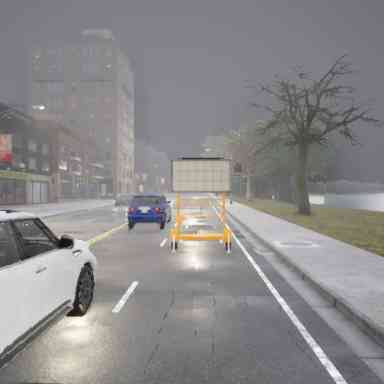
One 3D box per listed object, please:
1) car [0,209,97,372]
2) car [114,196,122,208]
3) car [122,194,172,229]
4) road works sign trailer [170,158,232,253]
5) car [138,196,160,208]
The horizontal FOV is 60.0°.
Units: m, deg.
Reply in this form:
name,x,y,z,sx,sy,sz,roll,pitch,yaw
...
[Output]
name,x,y,z,sx,sy,sz,roll,pitch,yaw
car,-3.010,1.219,4.256,2.150,2.045,5.566,0,0,1
car,-8.729,1.201,43.172,1.837,1.490,4.892,0,1,1
car,-2.584,1.120,21.171,2.150,2.045,5.566,0,1,1
road works sign trailer,0.372,0.419,13.477,2.380,3.560,2.880,0,0,1
car,-5.486,1.245,42.975,2.033,1.411,5.357,0,1,1
